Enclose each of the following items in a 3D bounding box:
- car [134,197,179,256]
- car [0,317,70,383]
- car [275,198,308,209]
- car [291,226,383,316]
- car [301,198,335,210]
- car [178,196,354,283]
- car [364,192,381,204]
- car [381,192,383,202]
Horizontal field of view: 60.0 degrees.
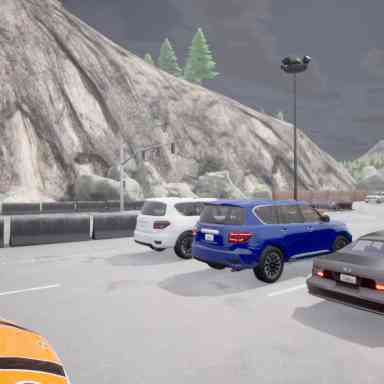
[{"bbox_3d":[0.525,1.221,12.797,5.566,2.045,2.150,0,0,-36],"label":"car"},{"bbox_3d":[-2.939,1.350,1.644,4.553,1.767,2.097,0,0,-36],"label":"car"},{"bbox_3d":[13.175,1.477,43.876,4.181,1.385,1.994,0,0,-36],"label":"car"},{"bbox_3d":[4.740,1.547,7.213,5.357,1.411,2.033,0,0,-36],"label":"car"},{"bbox_3d":[15.645,1.476,41.345,4.181,1.385,1.994,0,0,-36],"label":"car"},{"bbox_3d":[2.550,1.221,9.920,5.566,2.045,2.150,0,0,-38],"label":"car"},{"bbox_3d":[32.169,1.031,57.650,5.566,2.045,2.150,0,0,-36],"label":"car"},{"bbox_3d":[34.024,1.032,54.688,5.566,2.045,2.150,0,0,-35],"label":"car"}]
